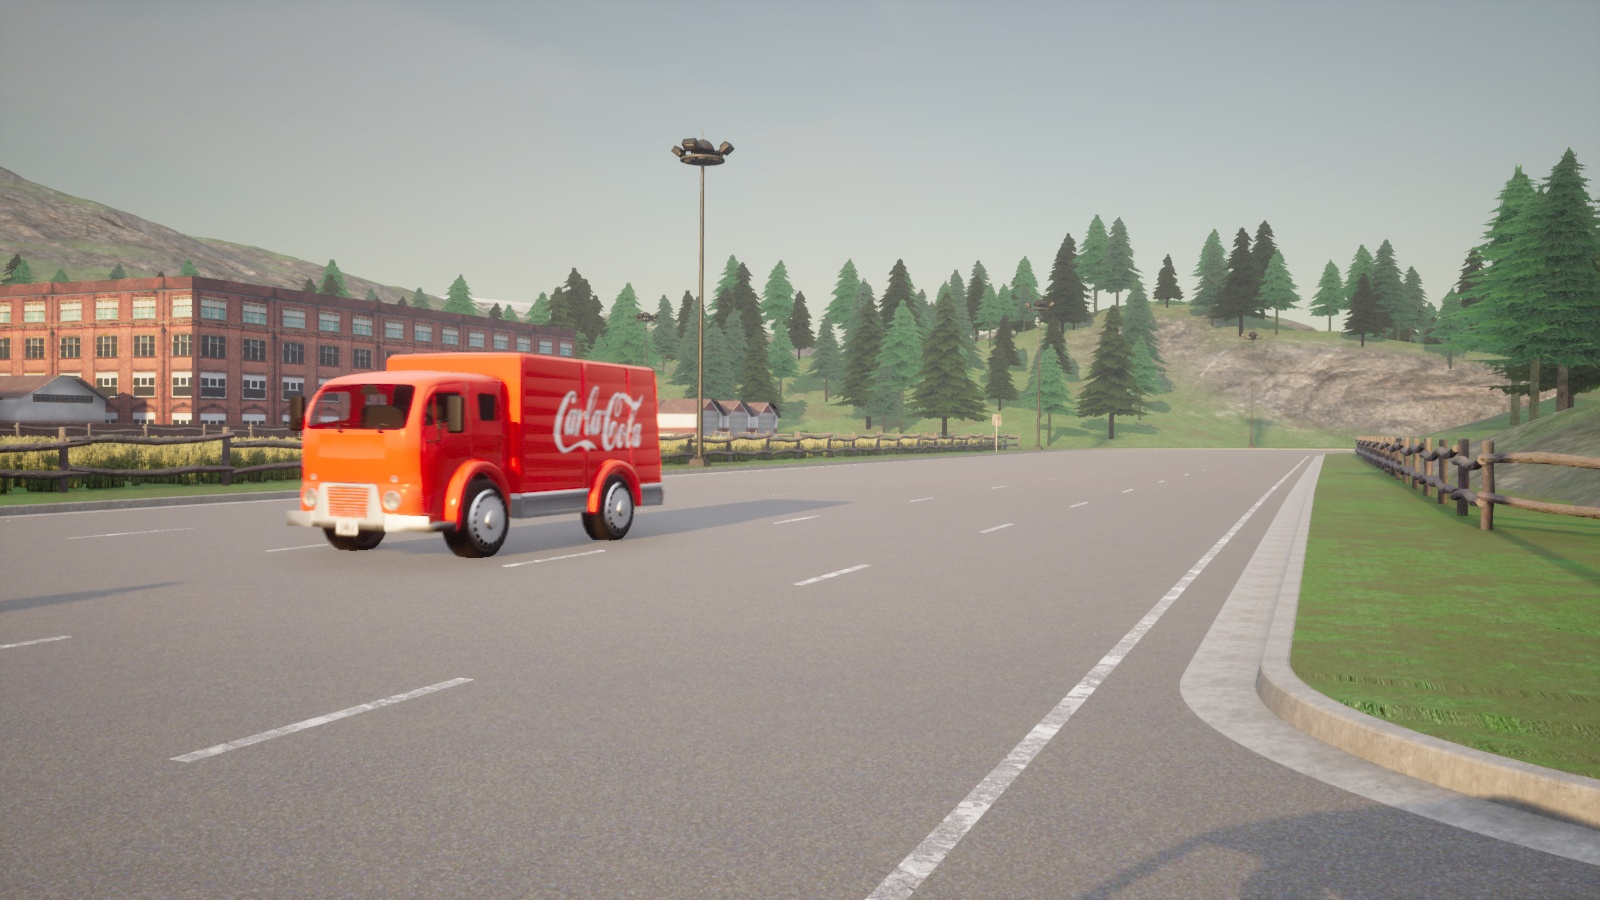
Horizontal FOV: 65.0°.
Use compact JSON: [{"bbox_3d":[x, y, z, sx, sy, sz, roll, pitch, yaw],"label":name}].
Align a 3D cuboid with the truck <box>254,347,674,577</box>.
[{"bbox_3d":[-4.069,0.088,16.384,2.627,2.467,5.204,0,1,23],"label":"truck"}]
